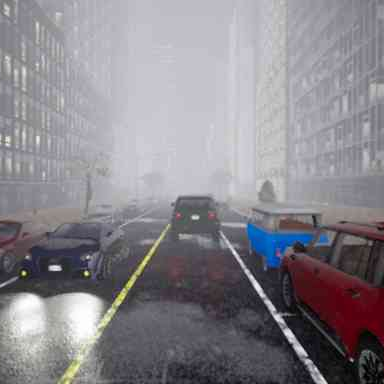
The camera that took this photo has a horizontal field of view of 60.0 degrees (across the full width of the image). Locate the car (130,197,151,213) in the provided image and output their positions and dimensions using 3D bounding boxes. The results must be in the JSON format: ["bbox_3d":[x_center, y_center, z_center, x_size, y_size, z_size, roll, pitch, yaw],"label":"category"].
[{"bbox_3d":[-5.610,1.362,32.991,2.008,1.369,4.403,0,0,0],"label":"car"}]

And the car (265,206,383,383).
[{"bbox_3d":[2.690,1.290,4.550,2.192,1.841,5.009,-1,0,0],"label":"car"}]

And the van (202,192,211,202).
[{"bbox_3d":[2.862,0.964,67.069,1.690,1.788,3.998,-1,0,0],"label":"van"}]

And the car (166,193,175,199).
[{"bbox_3d":[-5.470,1.070,84.144,2.008,1.369,4.403,0,0,0],"label":"car"}]

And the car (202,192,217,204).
[{"bbox_3d":[2.830,1.002,55.702,2.192,1.841,5.009,-1,0,0],"label":"car"}]

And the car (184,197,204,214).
[{"bbox_3d":[0.194,1.311,34.442,1.837,1.490,4.892,0,0,0],"label":"car"}]

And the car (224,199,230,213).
[{"bbox_3d":[2.771,1.367,32.968,2.008,1.369,4.403,-1,0,0],"label":"car"}]

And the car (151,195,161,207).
[{"bbox_3d":[-5.579,1.329,44.359,1.802,1.307,4.206,0,0,0],"label":"car"}]

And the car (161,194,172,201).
[{"bbox_3d":[-5.501,1.151,72.777,1.947,1.339,4.313,0,0,0],"label":"car"}]

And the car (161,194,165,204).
[{"bbox_3d":[-5.564,1.155,50.041,1.967,1.590,4.097,0,0,0],"label":"car"}]

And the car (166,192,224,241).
[{"bbox_3d":[0.141,1.129,16.244,2.150,2.045,5.566,0,0,0],"label":"car"}]

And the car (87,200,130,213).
[{"bbox_3d":[-5.642,1.426,21.625,2.008,1.369,4.403,-1,0,0],"label":"car"}]

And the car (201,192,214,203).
[{"bbox_3d":[2.846,0.970,61.386,2.192,1.841,5.009,-1,0,0],"label":"car"}]

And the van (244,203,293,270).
[{"bbox_3d":[2.706,1.285,10.234,1.690,1.788,3.998,-1,0,0],"label":"van"}]

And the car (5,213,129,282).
[{"bbox_3d":[-3.076,1.509,9.460,1.994,1.385,4.181,0,0,0],"label":"car"}]

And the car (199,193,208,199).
[{"bbox_3d":[2.909,0.964,84.120,1.967,1.590,4.097,-1,0,0],"label":"car"}]

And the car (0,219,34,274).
[{"bbox_3d":[-5.672,1.521,10.258,1.802,1.307,4.206,-1,0,0],"label":"car"}]

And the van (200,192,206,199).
[{"bbox_3d":[2.924,0.832,89.803,1.690,1.788,3.998,-1,0,0],"label":"van"}]

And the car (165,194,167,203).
[{"bbox_3d":[-5.533,1.177,61.240,1.752,1.417,4.829,0,0,0],"label":"car"}]

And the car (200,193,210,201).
[{"bbox_3d":[2.879,1.030,72.753,1.967,1.590,4.097,-1,0,0],"label":"car"}]
